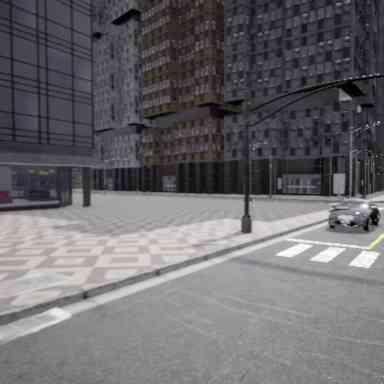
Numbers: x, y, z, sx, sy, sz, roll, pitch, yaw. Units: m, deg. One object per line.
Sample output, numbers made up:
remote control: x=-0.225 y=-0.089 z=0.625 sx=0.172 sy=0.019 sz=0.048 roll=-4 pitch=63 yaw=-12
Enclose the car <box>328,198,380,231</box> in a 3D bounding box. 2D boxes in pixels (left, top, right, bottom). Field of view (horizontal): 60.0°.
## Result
car: x=8.748 y=1.111 z=17.767 sx=2.128 sy=1.511 sz=4.902 roll=2 pitch=2 yaw=37
